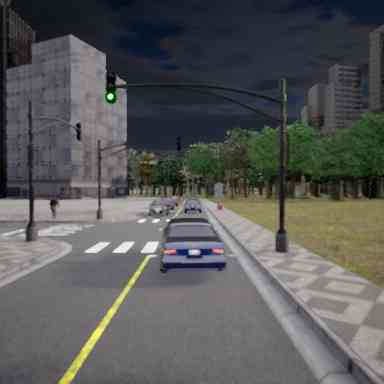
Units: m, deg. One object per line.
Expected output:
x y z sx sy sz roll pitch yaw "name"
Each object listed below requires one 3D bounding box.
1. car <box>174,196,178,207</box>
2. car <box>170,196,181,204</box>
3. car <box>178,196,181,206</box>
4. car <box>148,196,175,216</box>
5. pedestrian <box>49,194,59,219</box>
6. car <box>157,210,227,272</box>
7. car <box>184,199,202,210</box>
-3.092 1.463 41.542 1.837 1.490 4.892 0 0 0 "car"
-3.049 1.431 61.291 1.837 1.490 4.892 0 0 0 "car"
-3.061 1.421 50.993 1.882 1.535 5.008 0 0 0 "car"
-3.096 1.461 32.327 2.128 1.511 4.902 0 0 0 "car"
-10.084 1.064 24.349 0.375 1.860 0.375 0 0 1 "pedestrian"
-0.105 1.541 10.757 2.033 1.411 5.357 0 0 -4 "car"
0.102 1.511 37.121 2.033 1.411 5.357 0 0 0 "car"
